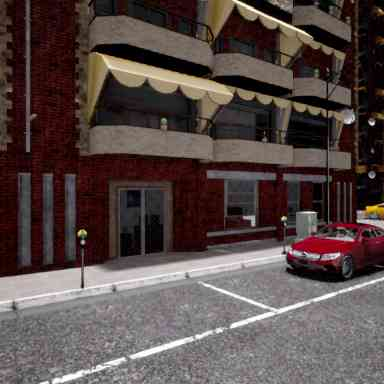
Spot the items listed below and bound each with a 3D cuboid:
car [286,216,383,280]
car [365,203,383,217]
[{"bbox_3d":[4.616,1.582,9.901,4.206,1.307,1.802,0,0,-35],"label":"car"},{"bbox_3d":[18.074,1.714,29.493,1.882,1.535,5.008,0,-1,-36],"label":"car"}]
